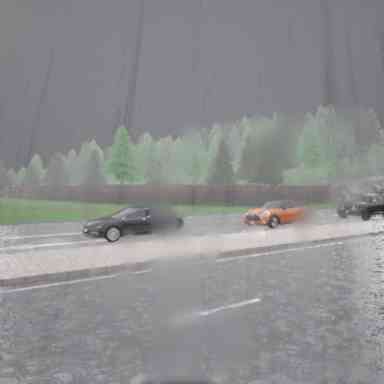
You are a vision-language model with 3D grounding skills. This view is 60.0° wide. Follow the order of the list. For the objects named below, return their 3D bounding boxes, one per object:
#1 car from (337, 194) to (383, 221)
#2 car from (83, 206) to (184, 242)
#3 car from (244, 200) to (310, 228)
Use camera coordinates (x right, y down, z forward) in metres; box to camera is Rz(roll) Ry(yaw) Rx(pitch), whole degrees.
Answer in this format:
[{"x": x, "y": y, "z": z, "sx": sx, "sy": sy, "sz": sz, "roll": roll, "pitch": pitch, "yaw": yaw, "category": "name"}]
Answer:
[{"x": 14.467, "y": 1.195, "z": 27.625, "sx": 5.566, "sy": 2.045, "sz": 2.150, "roll": 0, "pitch": 0, "yaw": -34, "category": "car"}, {"x": -2.688, "y": 1.449, "z": 16.025, "sx": 4.892, "sy": 1.490, "sz": 1.837, "roll": 0, "pitch": 0, "yaw": -34, "category": "car"}, {"x": 5.555, "y": 1.311, "z": 21.604, "sx": 4.553, "sy": 1.767, "sz": 2.097, "roll": 0, "pitch": 0, "yaw": -34, "category": "car"}]
